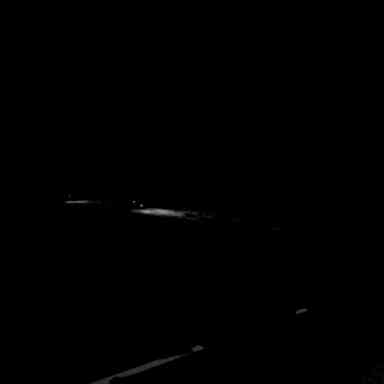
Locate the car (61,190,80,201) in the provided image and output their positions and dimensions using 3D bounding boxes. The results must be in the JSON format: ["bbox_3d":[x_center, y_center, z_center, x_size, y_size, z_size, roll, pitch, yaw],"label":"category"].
[{"bbox_3d":[-18.277,0.555,49.817,1.837,1.490,4.892,-2,2,-36],"label":"car"}]

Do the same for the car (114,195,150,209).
[{"bbox_3d":[-5.940,0.929,32.571,1.895,1.301,4.718,-2,2,-35],"label":"car"}]
